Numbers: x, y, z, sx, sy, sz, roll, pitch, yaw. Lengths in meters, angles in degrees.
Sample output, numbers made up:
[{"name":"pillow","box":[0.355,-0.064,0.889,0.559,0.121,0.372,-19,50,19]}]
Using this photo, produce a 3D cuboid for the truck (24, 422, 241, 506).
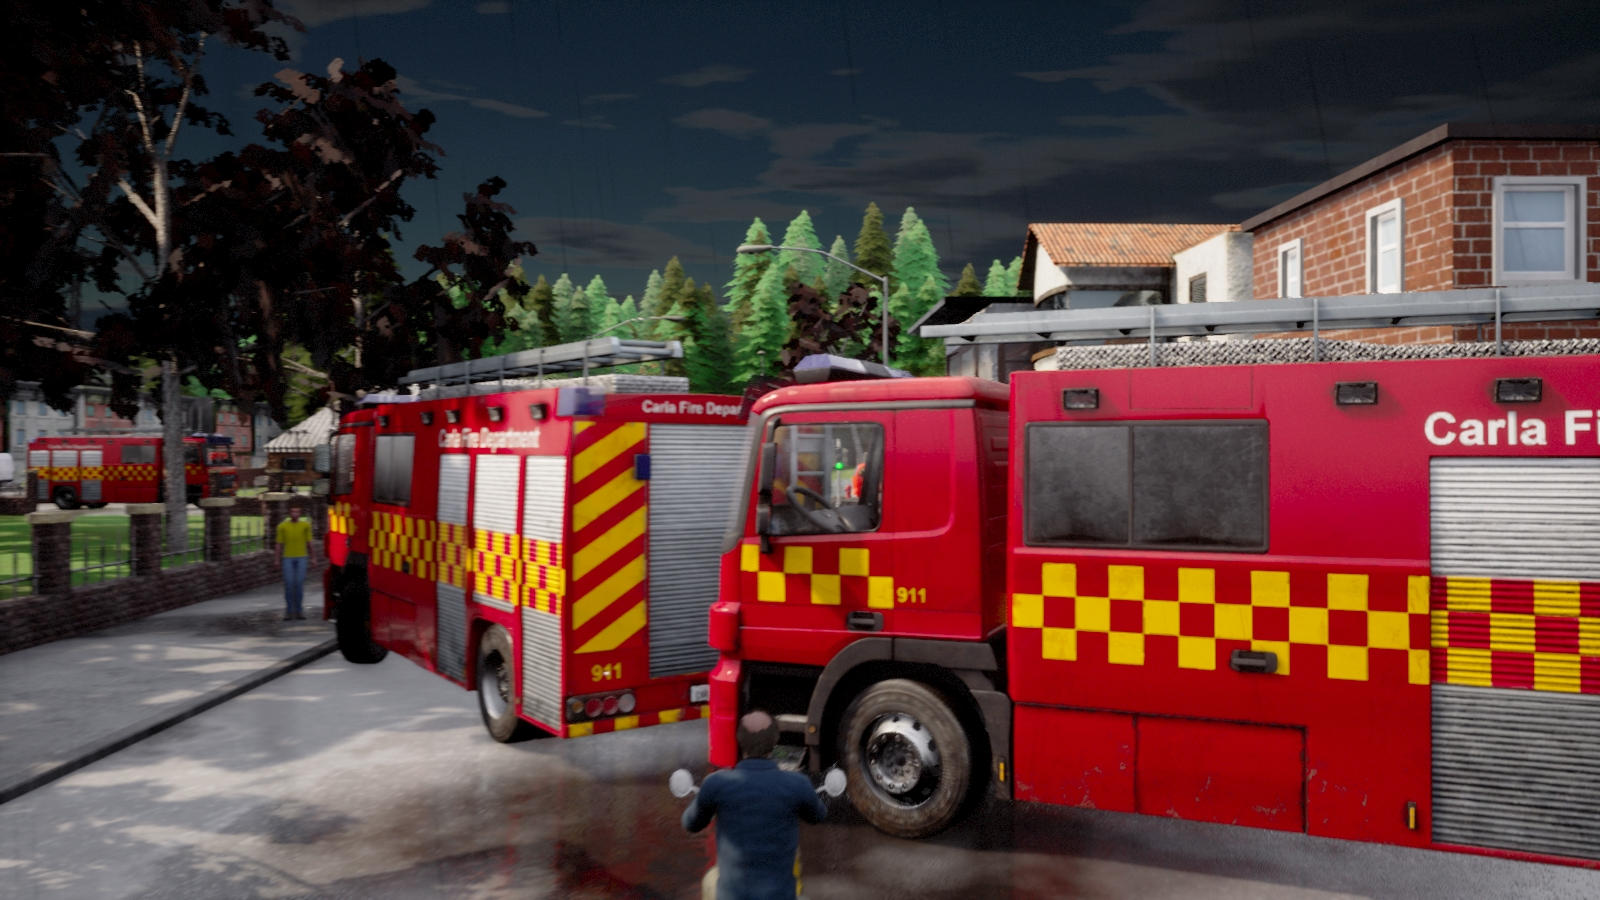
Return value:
[{"name":"truck","box":[-31.128,0.649,53.516,8.468,3.827,2.891,0,0,-1]}]

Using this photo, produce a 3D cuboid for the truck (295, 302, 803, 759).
[{"name":"truck","box":[-3.622,0.670,13.854,2.891,3.827,8.468,0,0,-36]}]

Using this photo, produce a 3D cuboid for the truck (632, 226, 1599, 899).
[{"name":"truck","box":[3.155,0.672,8.521,8.468,3.827,2.891,0,0,23]}]

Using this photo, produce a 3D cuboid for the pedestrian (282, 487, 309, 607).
[{"name":"pedestrian","box":[-8.003,1.520,18.110,0.375,1.860,0.375,0,0,-26]}]
